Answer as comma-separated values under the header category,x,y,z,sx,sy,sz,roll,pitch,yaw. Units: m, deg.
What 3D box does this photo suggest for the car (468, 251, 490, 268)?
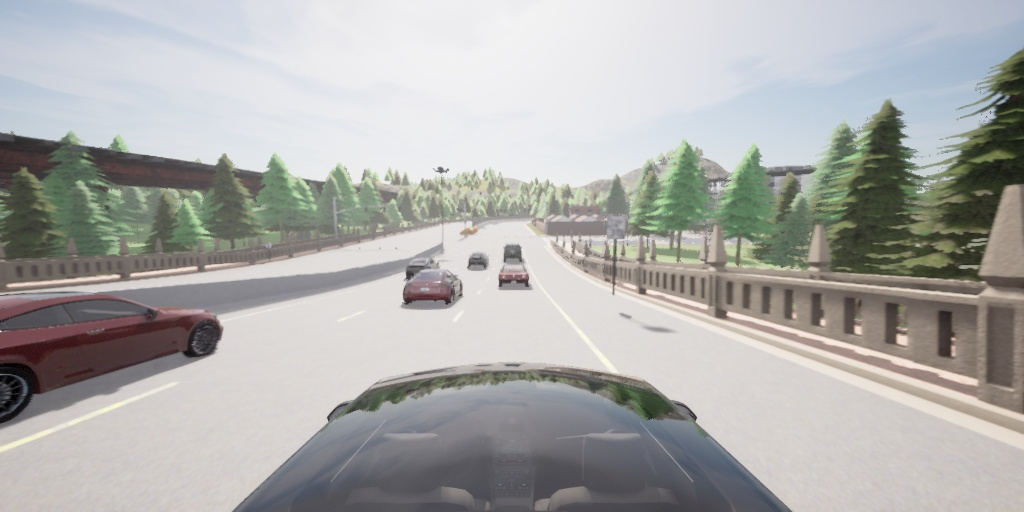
category,x,y,z,sx,sy,sz,roll,pitch,yaw
car,-3.408,0.278,36.655,1.837,1.490,4.892,0,5,0

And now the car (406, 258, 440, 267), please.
category,x,y,z,sx,sy,sz,roll,pitch,yaw
car,-6.893,0.882,28.102,1.837,1.490,4.892,0,3,0

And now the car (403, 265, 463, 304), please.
category,x,y,z,sx,sy,sz,roll,pitch,yaw
car,-3.397,1.262,16.007,1.994,1.385,4.181,0,0,0

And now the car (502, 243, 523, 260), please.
category,x,y,z,sx,sy,sz,roll,pitch,yaw
car,0.069,-0.576,42.296,2.150,2.045,5.566,0,6,0

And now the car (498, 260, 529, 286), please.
category,x,y,z,sx,sy,sz,roll,pitch,yaw
car,0.105,1.172,23.405,1.895,1.301,4.718,0,2,0

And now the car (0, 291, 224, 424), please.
category,x,y,z,sx,sy,sz,roll,pitch,yaw
car,-6.899,1.263,5.463,1.812,1.442,4.674,0,0,0
